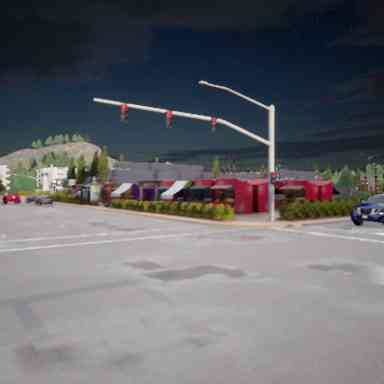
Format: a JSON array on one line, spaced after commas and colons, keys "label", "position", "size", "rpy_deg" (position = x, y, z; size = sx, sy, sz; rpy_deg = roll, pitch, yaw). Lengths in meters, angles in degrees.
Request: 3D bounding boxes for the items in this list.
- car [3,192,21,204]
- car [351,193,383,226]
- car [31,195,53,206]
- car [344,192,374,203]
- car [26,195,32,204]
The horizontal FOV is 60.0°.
[{"label": "car", "position": [-30.798, 1.033, 56.878], "size": [2.150, 2.045, 5.566], "rpy_deg": [0, 0, -35]}, {"label": "car", "position": [12.551, 1.121, 21.423], "size": [5.566, 2.045, 2.150], "rpy_deg": [0, 0, -35]}, {"label": "car", "position": [-23.006, 1.324, 51.776], "size": [2.128, 1.511, 4.902], "rpy_deg": [0, 0, -35]}, {"label": "car", "position": [30.357, 0.966, 60.551], "size": [1.932, 1.855, 4.605], "rpy_deg": [0, 0, -35]}, {"label": "car", "position": [-28.307, 1.308, 59.348], "size": [1.837, 1.490, 4.892], "rpy_deg": [0, 0, -35]}]
